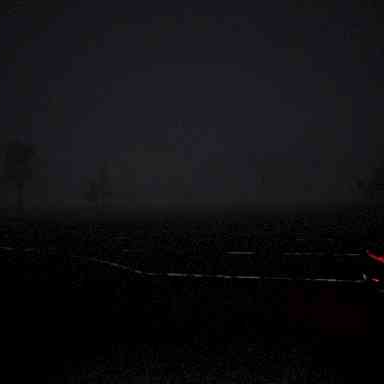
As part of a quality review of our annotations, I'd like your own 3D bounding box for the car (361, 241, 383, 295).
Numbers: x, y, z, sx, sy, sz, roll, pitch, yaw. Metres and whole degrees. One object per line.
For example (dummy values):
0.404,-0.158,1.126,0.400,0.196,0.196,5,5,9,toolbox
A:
5.704,1.376,5.844,4.902,1.511,2.128,-2,0,16,car
